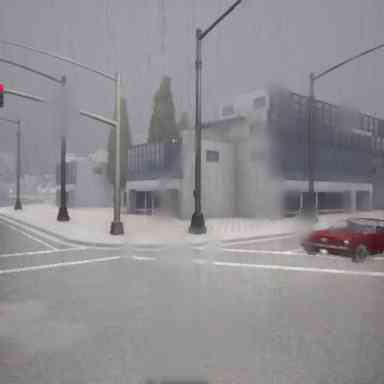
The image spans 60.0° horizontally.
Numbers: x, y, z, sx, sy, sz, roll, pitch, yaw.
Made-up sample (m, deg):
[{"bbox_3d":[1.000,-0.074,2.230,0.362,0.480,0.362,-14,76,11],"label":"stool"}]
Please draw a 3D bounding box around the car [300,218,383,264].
[{"bbox_3d":[6.059,1.642,12.210,4.718,1.301,1.895,0,0,-38],"label":"car"}]
